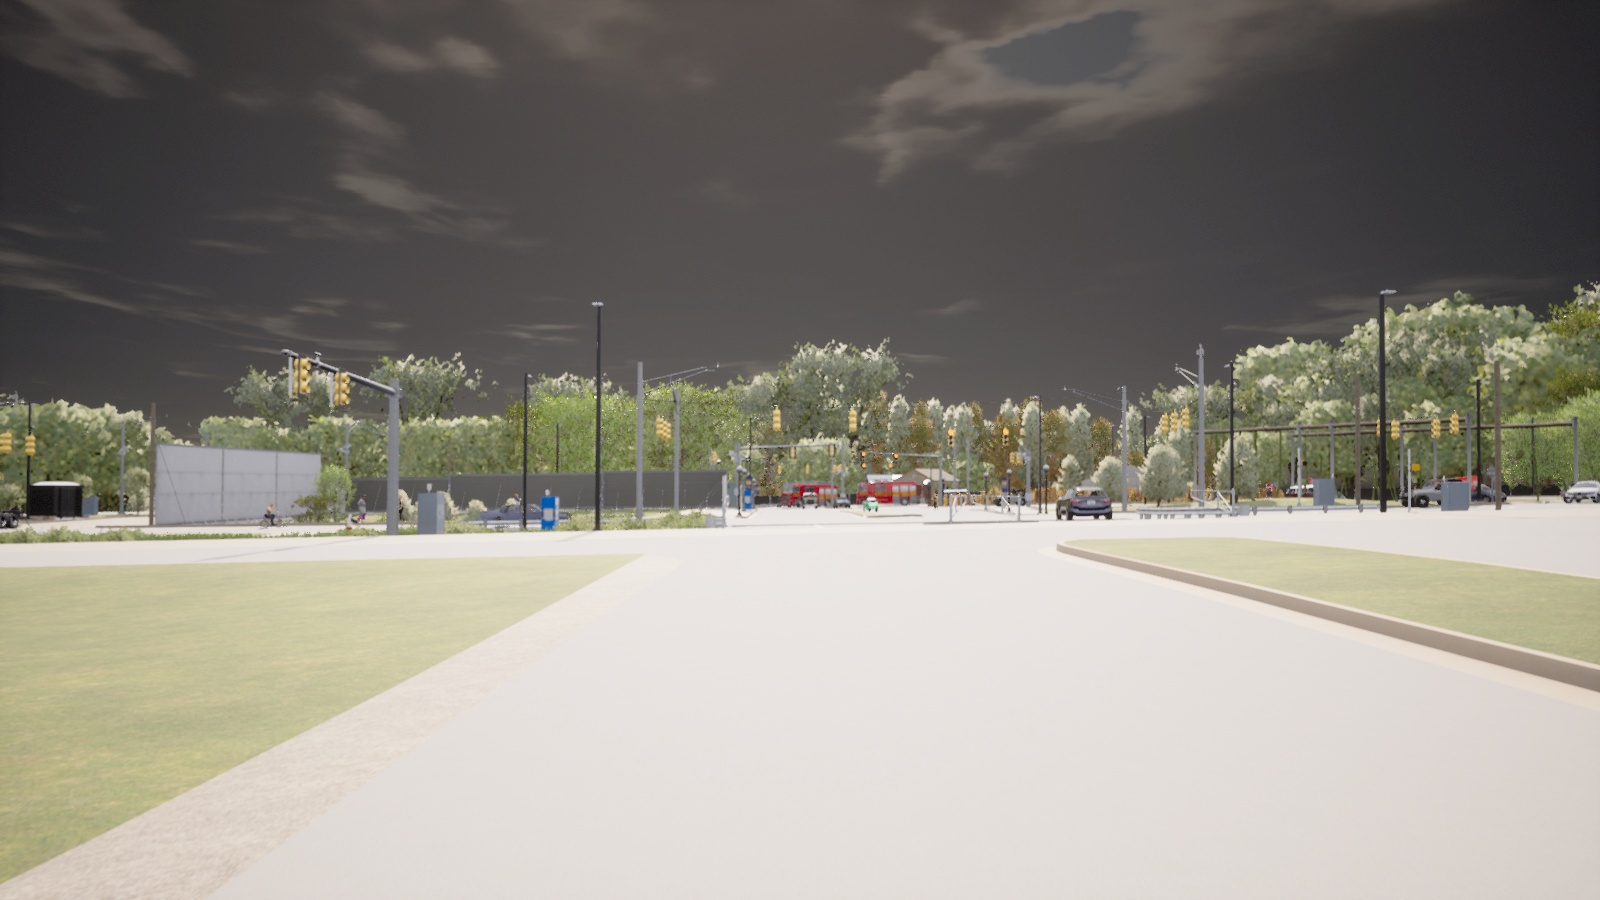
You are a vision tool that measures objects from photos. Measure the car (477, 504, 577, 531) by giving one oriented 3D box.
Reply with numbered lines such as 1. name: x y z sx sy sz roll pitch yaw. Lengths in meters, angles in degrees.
1. car: -15.859 3.924 73.066 5.357 1.411 2.033 -1 -2 0

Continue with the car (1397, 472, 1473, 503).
1. car: 40.976 2.431 81.054 3.866 1.878 1.905 -2 -2 -1

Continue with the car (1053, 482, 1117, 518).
1. car: 14.211 2.467 62.846 2.242 1.667 4.611 -2 -2 2

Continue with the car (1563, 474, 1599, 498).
1. car: 52.049 2.349 82.915 1.812 1.442 4.674 -4 -3 44
